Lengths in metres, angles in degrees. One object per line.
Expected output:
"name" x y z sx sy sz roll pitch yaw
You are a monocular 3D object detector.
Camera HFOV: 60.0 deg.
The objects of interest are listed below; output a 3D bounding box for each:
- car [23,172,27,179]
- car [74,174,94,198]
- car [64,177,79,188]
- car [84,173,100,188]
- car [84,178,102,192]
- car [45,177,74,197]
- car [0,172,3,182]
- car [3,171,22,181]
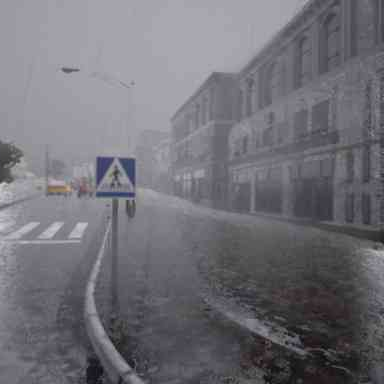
"car" -44.916 -3.968 82.803 5.366 1.575 1.946 -1 3 -41
"car" -9.729 -0.521 32.005 2.150 2.045 5.566 1 3 -14
"car" -18.535 -1.540 51.215 2.033 1.411 5.357 1 3 -19
"car" -15.552 -1.798 51.765 2.150 2.045 5.566 1 3 -19
"car" -12.561 -0.908 42.118 2.128 1.511 4.902 1 3 -17
"car" -12.892 -0.372 32.225 1.882 1.535 5.008 1 3 -15
"car" -34.561 -2.327 54.940 4.892 1.521 2.231 -2 5 -39
"car" -42.935 -3.679 77.121 5.008 1.535 2.097 -1 4 -41
